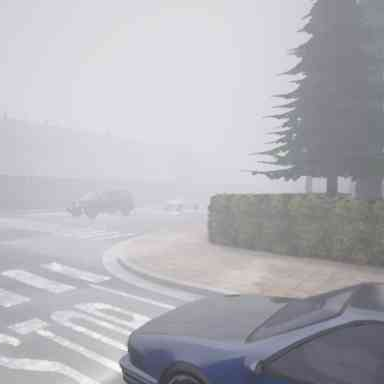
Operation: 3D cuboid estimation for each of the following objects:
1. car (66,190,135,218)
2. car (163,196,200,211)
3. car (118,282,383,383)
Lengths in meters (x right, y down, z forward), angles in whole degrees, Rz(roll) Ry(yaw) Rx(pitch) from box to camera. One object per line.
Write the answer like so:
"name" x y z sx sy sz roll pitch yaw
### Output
"car" -6.943 0.847 25.902 2.150 2.045 5.566 1 1 35
"car" -0.978 1.152 34.264 1.812 1.442 4.674 1 1 35
"car" 1.841 1.548 2.662 5.357 1.411 2.033 1 1 36
